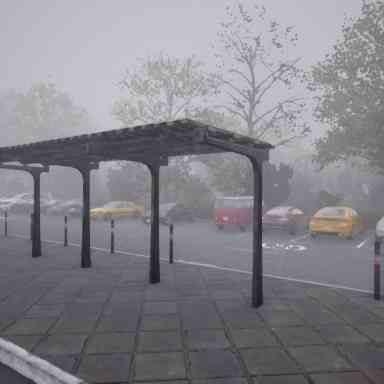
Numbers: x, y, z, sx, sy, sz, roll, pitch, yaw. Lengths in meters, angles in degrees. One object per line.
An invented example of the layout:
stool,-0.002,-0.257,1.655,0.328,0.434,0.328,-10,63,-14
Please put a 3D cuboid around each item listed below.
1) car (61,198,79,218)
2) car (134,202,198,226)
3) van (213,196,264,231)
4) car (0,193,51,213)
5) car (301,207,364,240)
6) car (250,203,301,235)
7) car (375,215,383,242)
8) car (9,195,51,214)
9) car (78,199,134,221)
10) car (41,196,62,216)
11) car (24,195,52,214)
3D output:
car,-8.216,1.433,28.555,2.163,1.488,4.792,0,0,35
car,-1.459,1.475,23.688,2.163,1.488,4.792,0,0,35
van,3.152,1.247,20.593,1.878,1.987,4.442,0,0,35
car,-17.301,1.097,34.934,2.435,2.045,5.566,0,0,35
car,7.608,1.501,17.281,2.097,1.535,5.008,0,0,35
car,5.345,1.527,18.890,2.002,1.452,4.674,0,0,35
car,9.873,1.556,15.677,2.002,1.452,4.674,0,0,35
car,-15.019,1.362,33.355,2.097,1.535,5.008,0,0,35
car,-6.077,1.414,26.774,1.946,1.575,5.366,0,0,35
car,-10.491,1.391,30.143,2.231,1.521,4.892,0,0,35
car,-12.755,1.375,31.749,2.097,1.535,5.008,0,0,35
